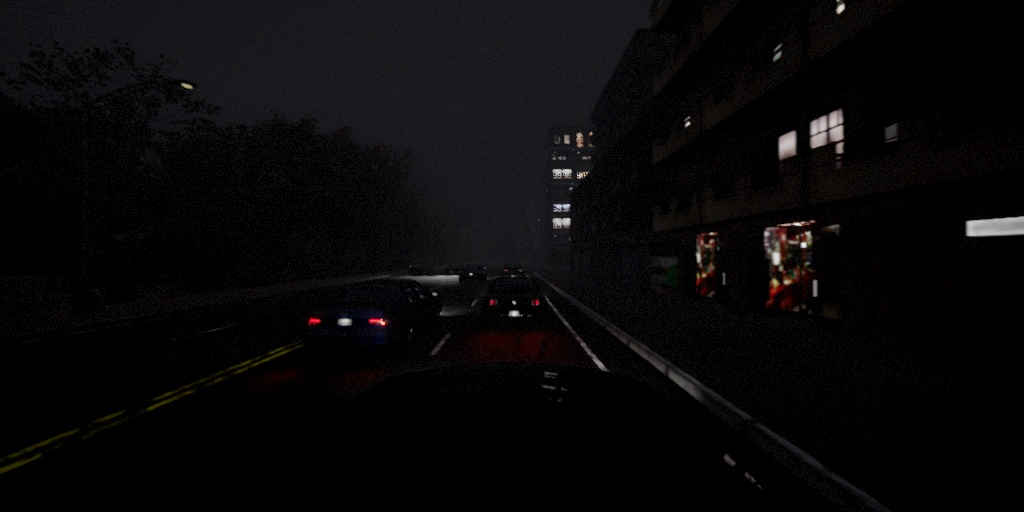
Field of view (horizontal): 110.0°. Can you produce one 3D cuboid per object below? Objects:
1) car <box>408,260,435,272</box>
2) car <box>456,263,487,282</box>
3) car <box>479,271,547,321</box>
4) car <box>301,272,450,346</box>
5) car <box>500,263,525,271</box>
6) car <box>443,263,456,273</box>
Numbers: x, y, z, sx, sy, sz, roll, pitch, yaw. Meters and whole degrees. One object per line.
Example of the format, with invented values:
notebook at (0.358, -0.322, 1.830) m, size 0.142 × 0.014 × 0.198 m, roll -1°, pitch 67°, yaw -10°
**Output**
car at (-9.850, 1.192, 39.309) m, size 2.097 × 1.767 × 4.553 m, roll 0°, pitch 0°, yaw 0°
car at (-3.172, 1.382, 29.846) m, size 1.994 × 1.385 × 4.181 m, roll 0°, pitch 0°, yaw 0°
car at (0.078, 1.377, 12.569) m, size 1.895 × 1.301 × 4.718 m, roll 0°, pitch 0°, yaw 0°
car at (-3.186, 1.316, 9.370) m, size 2.033 × 1.411 × 5.357 m, roll 0°, pitch 0°, yaw 0°
car at (0.077, 1.308, 29.253) m, size 2.128 × 1.511 × 4.902 m, roll 0°, pitch 0°, yaw 0°
car at (-6.597, 1.447, 41.249) m, size 1.895 × 1.301 × 4.718 m, roll 0°, pitch 0°, yaw 0°
